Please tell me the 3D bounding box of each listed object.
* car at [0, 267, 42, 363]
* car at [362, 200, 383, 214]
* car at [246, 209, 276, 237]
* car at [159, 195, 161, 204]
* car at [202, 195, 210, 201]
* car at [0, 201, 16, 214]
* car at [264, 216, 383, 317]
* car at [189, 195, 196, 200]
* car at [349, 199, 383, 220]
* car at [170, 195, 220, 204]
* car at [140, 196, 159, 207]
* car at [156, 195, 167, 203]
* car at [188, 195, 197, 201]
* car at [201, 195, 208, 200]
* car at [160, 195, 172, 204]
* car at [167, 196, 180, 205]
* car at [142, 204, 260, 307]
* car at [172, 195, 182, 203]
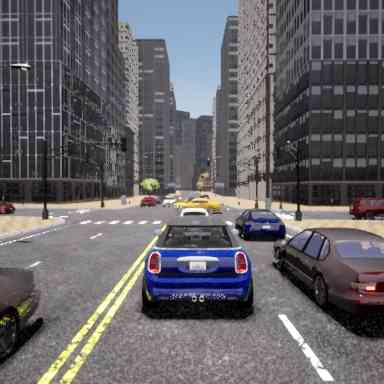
[{"bbox_3d":[-3.351,1.545,3.074,2.033,1.411,5.357,0,0,0],"label":"car"},{"bbox_3d":[21.856,1.633,37.031,4.829,1.417,1.752,1,0,1],"label":"car"},{"bbox_3d":[3.369,1.550,16.997,1.994,1.385,4.181,0,0,0],"label":"car"},{"bbox_3d":[-6.501,1.484,59.915,2.033,1.411,5.357,0,0,0],"label":"car"},{"bbox_3d":[3.352,1.404,80.398,1.837,1.490,4.892,0,0,0],"label":"car"},{"bbox_3d":[-19.353,1.399,31.971,4.181,1.385,1.994,1,1,1],"label":"car"},{"bbox_3d":[3.359,1.542,7.758,2.033,1.411,5.357,0,0,0],"label":"car"},{"bbox_3d":[0.114,1.426,89.981,2.033,1.411,5.357,0,0,0],"label":"car"},{"bbox_3d":[16.237,1.512,28.751,5.009,1.841,2.192,1,0,1],"label":"car"},{"bbox_3d":[0.545,1.440,34.800,5.008,1.535,1.882,1,1,1],"label":"car"},{"bbox_3d":[-6.528,1.428,49.988,1.882,1.535,5.008,0,0,0],"label":"car"},{"bbox_3d":[-6.412,1.398,70.285,1.882,1.535,5.008,0,0,0],"label":"car"},{"bbox_3d":[0.101,1.430,79.762,2.128,1.511,4.902,0,0,0],"label":"car"},{"bbox_3d":[3.366,1.480,90.421,1.895,1.301,4.718,0,0,0],"label":"car"},{"bbox_3d":[-3.279,1.477,49.740,1.812,1.442,4.674,0,0,0],"label":"car"},{"bbox_3d":[-3.252,1.485,59.431,2.033,1.411,5.357,0,0,0],"label":"car"},{"bbox_3d":[0.109,1.346,8.097,2.097,1.767,4.553,0,0,0],"label":"car"},{"bbox_3d":[-3.163,1.399,69.647,1.882,1.535,5.008,0,0,0],"label":"car"}]
